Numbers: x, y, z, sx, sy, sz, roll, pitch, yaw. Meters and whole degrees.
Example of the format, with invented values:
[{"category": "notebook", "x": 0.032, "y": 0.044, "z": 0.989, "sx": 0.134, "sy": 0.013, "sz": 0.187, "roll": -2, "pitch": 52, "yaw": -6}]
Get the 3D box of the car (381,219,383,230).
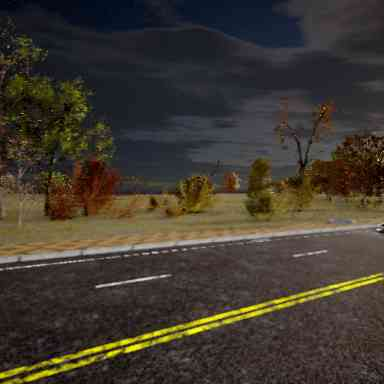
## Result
[{"category": "car", "x": 13.646, "y": 1.693, "z": 20.467, "sx": 4.674, "sy": 1.442, "sz": 1.812, "roll": 1, "pitch": 0, "yaw": -32}]
